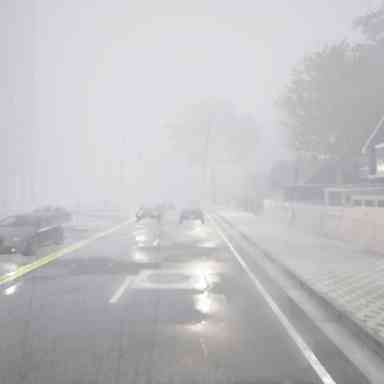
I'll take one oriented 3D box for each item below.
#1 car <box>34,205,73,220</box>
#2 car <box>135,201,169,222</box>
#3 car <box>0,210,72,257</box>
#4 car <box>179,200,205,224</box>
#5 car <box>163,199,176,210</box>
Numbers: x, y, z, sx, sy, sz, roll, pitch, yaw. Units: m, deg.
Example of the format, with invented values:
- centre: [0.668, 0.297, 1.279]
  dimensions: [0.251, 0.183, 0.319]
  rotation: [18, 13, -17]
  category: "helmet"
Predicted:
- centre: [-9.815, 1.610, 22.912]
  dimensions: [1.994, 1.385, 4.181]
  rotation: [0, 0, 0]
  category: "car"
- centre: [-3.237, 1.656, 26.698]
  dimensions: [1.895, 1.301, 4.718]
  rotation: [0, 0, 0]
  category: "car"
- centre: [-6.531, 1.589, 12.855]
  dimensions: [1.994, 1.385, 4.181]
  rotation: [0, 0, 0]
  category: "car"
- centre: [0.001, 1.578, 25.490]
  dimensions: [1.812, 1.442, 4.674]
  rotation: [0, 0, 0]
  category: "car"
- centre: [-3.195, 1.670, 44.136]
  dimensions: [1.994, 1.385, 4.181]
  rotation: [0, 0, 0]
  category: "car"
